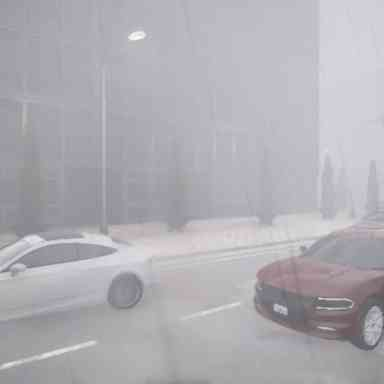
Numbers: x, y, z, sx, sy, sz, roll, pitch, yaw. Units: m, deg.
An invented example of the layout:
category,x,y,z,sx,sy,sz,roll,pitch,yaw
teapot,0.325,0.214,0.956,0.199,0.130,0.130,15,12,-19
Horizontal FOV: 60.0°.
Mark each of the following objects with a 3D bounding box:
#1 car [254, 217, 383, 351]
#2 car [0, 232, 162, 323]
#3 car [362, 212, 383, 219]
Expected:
category,x,y,z,sx,sy,sz,roll,pitch,yaw
car,3.356,1.479,6.391,5.008,1.535,1.882,0,0,-35
car,-2.804,1.531,6.292,4.674,1.442,1.812,0,0,-35
car,8.488,1.564,14.352,4.181,1.385,1.994,0,0,-35
